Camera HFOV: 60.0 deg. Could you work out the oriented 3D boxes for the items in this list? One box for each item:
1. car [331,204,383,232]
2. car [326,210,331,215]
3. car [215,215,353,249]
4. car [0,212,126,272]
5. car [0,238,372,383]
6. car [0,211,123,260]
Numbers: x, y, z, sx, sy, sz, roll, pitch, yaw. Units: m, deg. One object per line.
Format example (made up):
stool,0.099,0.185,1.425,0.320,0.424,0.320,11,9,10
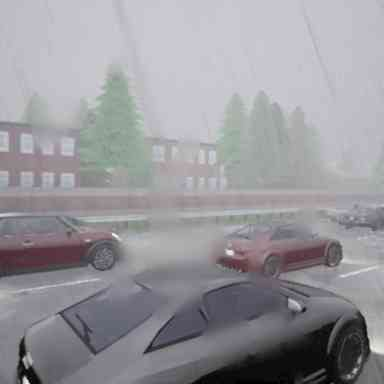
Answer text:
car,11.049,1.545,20.221,5.357,1.411,2.033,0,0,-35
car,12.439,1.597,25.510,4.718,1.301,1.895,0,0,-35
car,2.625,1.563,9.914,4.181,1.385,1.994,0,0,-35
car,-4.188,1.352,9.356,4.553,1.767,2.097,0,0,-36
car,0.263,1.564,3.932,4.181,1.385,1.994,0,0,-35
car,-5.064,1.564,13.030,4.181,1.385,1.994,0,0,-35
